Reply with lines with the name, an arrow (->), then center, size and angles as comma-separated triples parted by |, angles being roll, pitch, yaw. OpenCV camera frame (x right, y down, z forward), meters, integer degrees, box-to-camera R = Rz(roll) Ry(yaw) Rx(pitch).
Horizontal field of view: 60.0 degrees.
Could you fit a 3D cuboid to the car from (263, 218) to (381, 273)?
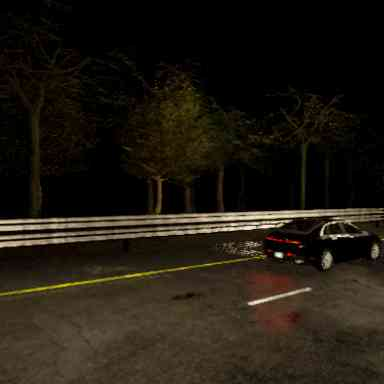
car -> 4.547, 1.642, 11.284 | 4.892, 1.490, 1.837 | 1, 0, -35
